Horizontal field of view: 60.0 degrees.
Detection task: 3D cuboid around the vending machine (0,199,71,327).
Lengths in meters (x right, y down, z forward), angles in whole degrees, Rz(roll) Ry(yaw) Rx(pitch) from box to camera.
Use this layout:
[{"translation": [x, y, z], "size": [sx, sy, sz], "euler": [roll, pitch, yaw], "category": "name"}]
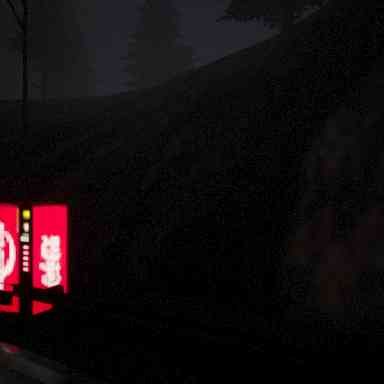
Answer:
[{"translation": [-3.006, 1.195, 6.228], "size": [0.880, 2.100, 1.100], "euler": [0, 0, 29], "category": "vending machine"}]
